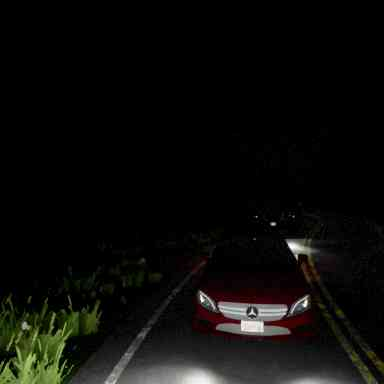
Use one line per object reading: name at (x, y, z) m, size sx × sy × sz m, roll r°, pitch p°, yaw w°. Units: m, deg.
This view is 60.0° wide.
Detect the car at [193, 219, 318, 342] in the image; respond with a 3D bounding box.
car at (1.229, 1.534, 6.728) m, size 1.812 × 1.442 × 4.674 m, roll -1°, pitch 0°, yaw 11°

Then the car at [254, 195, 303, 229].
car at (5.025, 1.214, 18.950) m, size 2.150 × 2.045 × 5.566 m, roll -2°, pitch -1°, yaw 22°
